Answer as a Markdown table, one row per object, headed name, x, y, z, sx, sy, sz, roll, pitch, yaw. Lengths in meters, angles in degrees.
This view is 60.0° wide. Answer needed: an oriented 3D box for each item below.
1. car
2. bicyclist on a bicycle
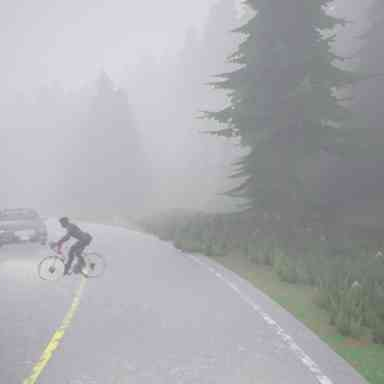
| name | x | y | z | sx | sy | sz | roll | pitch | yaw |
| --- | --- | --- | --- | --- | --- | --- | --- | --- | --- |
| car | -7.655 | 1.491 | 14.776 | 2.128 | 1.511 | 4.902 | 0 | 0 | -32 |
| bicyclist on a bicycle | -3.051 | 1.454 | 8.443 | 1.656 | 1.620 | 0.582 | -2 | 1 | -15 |
